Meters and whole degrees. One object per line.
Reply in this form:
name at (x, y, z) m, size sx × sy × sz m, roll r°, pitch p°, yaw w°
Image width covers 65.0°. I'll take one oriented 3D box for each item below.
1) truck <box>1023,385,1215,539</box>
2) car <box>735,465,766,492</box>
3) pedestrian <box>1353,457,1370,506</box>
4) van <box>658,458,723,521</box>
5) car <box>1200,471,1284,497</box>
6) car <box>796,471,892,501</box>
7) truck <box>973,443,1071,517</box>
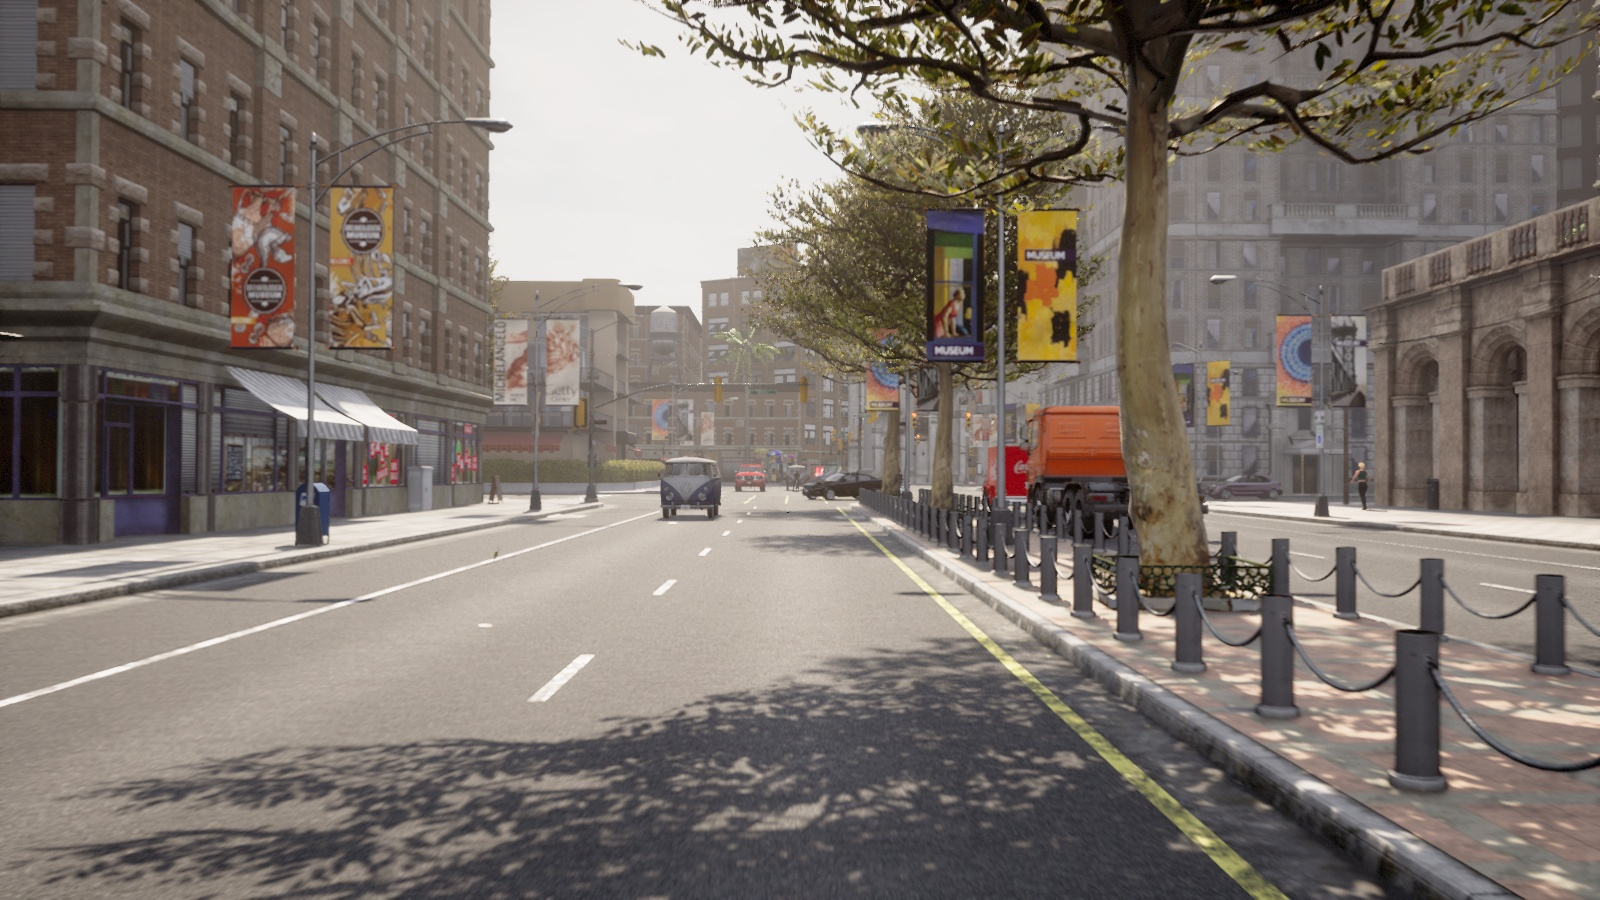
truck at (7.917, 0.342, 32.378) m, size 2.891 × 3.462 × 7.936 m, roll 0°, pitch -1°, yaw 0°
car at (-3.735, 2.155, 95.984) m, size 2.150 × 2.045 × 5.566 m, roll 0°, pitch -1°, yaw 0°
pedestrian at (21.382, 1.186, 47.813) m, size 0.345 × 1.836 × 0.594 m, roll 0°, pitch -1°, yaw 0°
van at (-3.603, 1.283, 41.878) m, size 1.775 × 1.987 × 4.442 m, roll 0°, pitch -1°, yaw 0°
car at (25.475, 1.939, 72.450) m, size 4.193 × 1.474 × 1.816 m, roll 0°, pitch -1°, yaw -2°
car at (2.385, 1.922, 68.022) m, size 5.008 × 1.535 × 1.882 m, roll 0°, pitch -1°, yaw -33°
truck at (7.784, 1.043, 44.552) m, size 2.627 × 2.467 × 5.204 m, roll 0°, pitch -1°, yaw 1°
